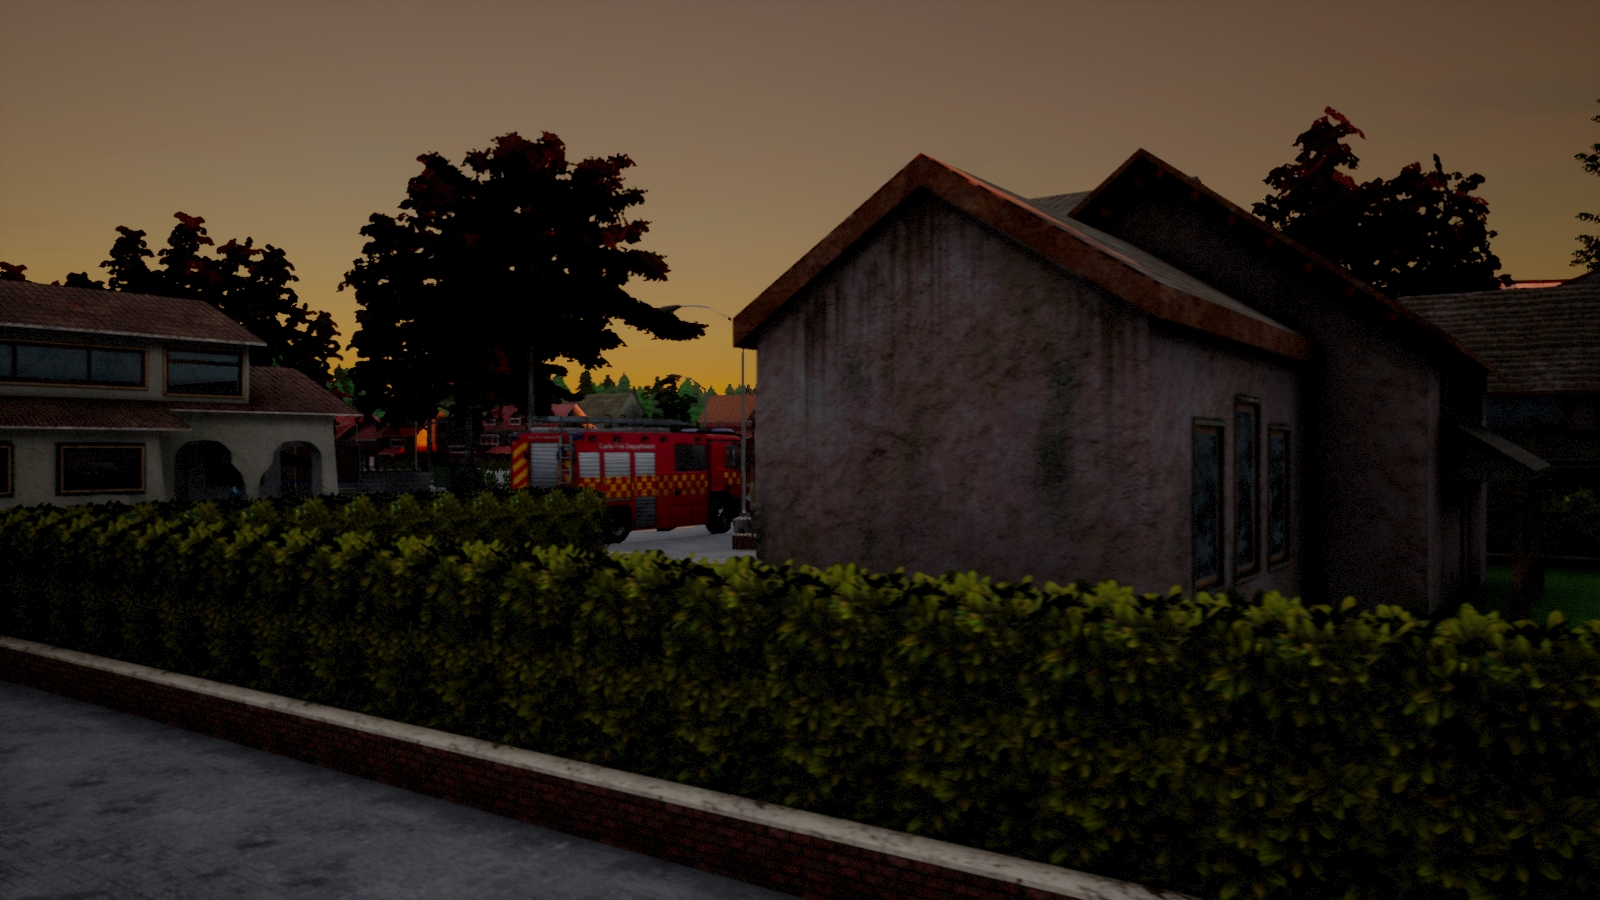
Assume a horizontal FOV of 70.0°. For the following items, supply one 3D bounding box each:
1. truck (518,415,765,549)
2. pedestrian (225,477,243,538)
[{"bbox_3d":[-4.817,0.909,36.796,2.891,3.827,8.468,0,0,35],"label":"truck"},{"bbox_3d":[-17.549,1.772,35.437,0.375,1.860,0.375,0,0,35],"label":"pedestrian"}]
